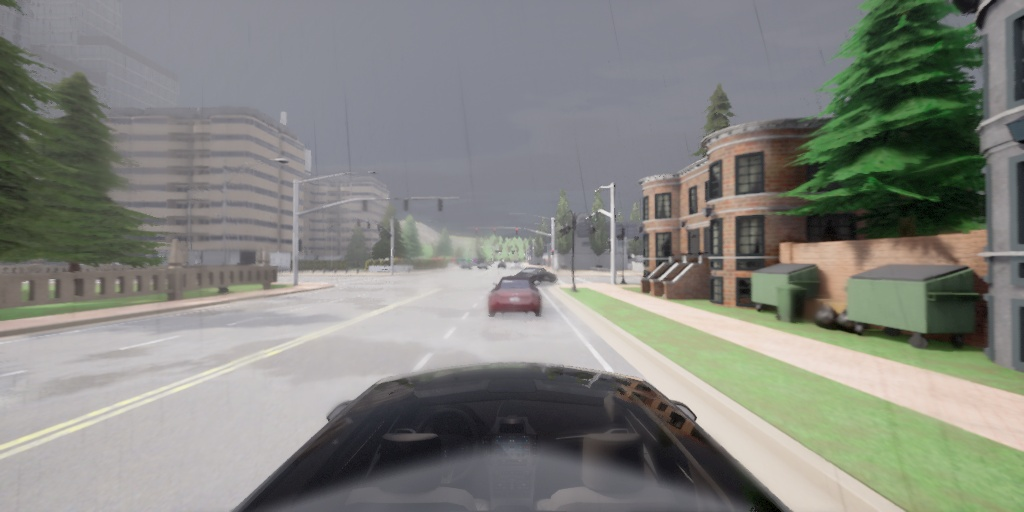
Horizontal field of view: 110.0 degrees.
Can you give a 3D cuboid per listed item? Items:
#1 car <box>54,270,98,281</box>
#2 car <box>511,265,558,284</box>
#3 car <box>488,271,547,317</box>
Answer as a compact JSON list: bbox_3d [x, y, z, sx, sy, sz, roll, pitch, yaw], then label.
[{"bbox_3d":[-44.068,1.726,36.378,4.674,1.442,1.812,0,-1,1],"label":"car"},{"bbox_3d":[2.070,1.636,29.293,1.812,1.442,4.674,-1,-1,33],"label":"car"},{"bbox_3d":[0.146,1.477,14.141,1.994,1.385,4.181,0,-1,1],"label":"car"}]
